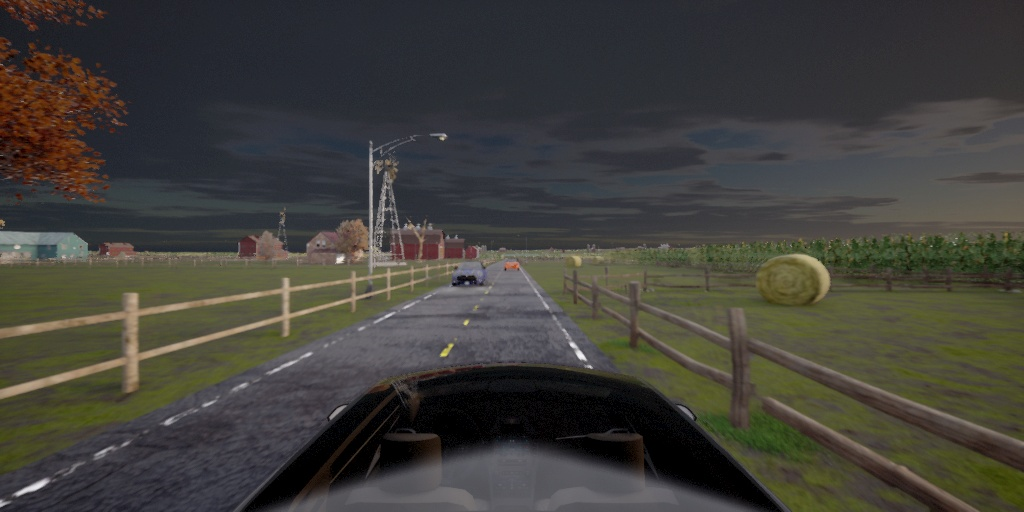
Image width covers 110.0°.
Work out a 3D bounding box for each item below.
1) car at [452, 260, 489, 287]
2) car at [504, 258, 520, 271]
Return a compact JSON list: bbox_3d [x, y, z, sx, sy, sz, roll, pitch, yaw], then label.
[{"bbox_3d":[-2.787,1.103,24.627,2.097,1.767,4.553,0,0,1],"label":"car"},{"bbox_3d":[-0.017,1.119,49.788,2.097,1.767,4.553,0,0,0],"label":"car"}]
